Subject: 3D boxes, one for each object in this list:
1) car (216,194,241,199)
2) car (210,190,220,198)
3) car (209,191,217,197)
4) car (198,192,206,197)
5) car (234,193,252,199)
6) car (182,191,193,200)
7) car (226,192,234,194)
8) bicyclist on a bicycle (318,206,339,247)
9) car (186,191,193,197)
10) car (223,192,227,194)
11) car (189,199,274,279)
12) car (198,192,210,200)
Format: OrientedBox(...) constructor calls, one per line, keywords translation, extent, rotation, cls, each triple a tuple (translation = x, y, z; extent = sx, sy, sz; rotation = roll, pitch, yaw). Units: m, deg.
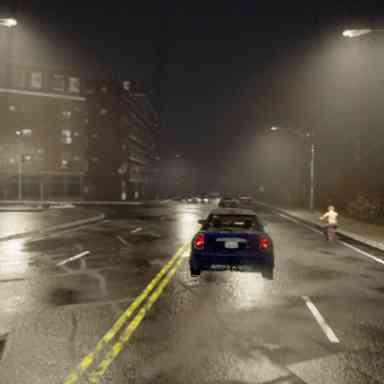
OrientedBox(translation=(3.478, 1.230, 32.697), extent=(1.837, 1.490, 4.892), rotation=(1, 1, 5), cls="car")
OrientedBox(translation=(5.805, 0.452, 83.396), extent=(2.150, 2.045, 5.566), rotation=(1, 1, 0), cls="car")
OrientedBox(translation=(5.839, 0.498, 93.828), extent=(1.882, 1.535, 5.008), rotation=(1, 1, 0), cls="car")
OrientedBox(translation=(2.577, 0.625, 86.301), extent=(1.895, 1.301, 4.718), rotation=(1, 1, 0), cls="car")
OrientedBox(translation=(7.998, 1.098, 50.528), extent=(2.128, 1.511, 4.902), rotation=(1, 1, 3), cls="car")
OrientedBox(translation=(-0.970, 0.821, 70.099), extent=(2.033, 1.411, 5.357), rotation=(1, 1, 2), cls="car")
OrientedBox(translation=(8.765, 0.975, 68.620), extent=(2.033, 1.411, 5.357), rotation=(1, 1, 2), cls="car")
OrientedBox(translation=(5.730, 1.382, 13.798), extent=(0.866, 1.612, 1.509), rotation=(1, 1, 6), cls="bicyclist on a bicycle")
OrientedBox(translation=(-0.671, 0.487, 86.342), extent=(1.837, 1.490, 4.892), rotation=(1, 1, 0), cls="car")
OrientedBox(translation=(9.077, 0.791, 86.602), extent=(1.994, 1.385, 4.181), rotation=(1, 1, 0), cls="car")
OrientedBox(translation=(1.199, 1.270, 10.072), extent=(2.097, 1.767, 4.553), rotation=(1, 1, 7), cls="car")
OrientedBox(translation=(2.281, 0.825, 70.085), extent=(1.837, 1.490, 4.892), rotation=(1, 1, 2), cls="car")
